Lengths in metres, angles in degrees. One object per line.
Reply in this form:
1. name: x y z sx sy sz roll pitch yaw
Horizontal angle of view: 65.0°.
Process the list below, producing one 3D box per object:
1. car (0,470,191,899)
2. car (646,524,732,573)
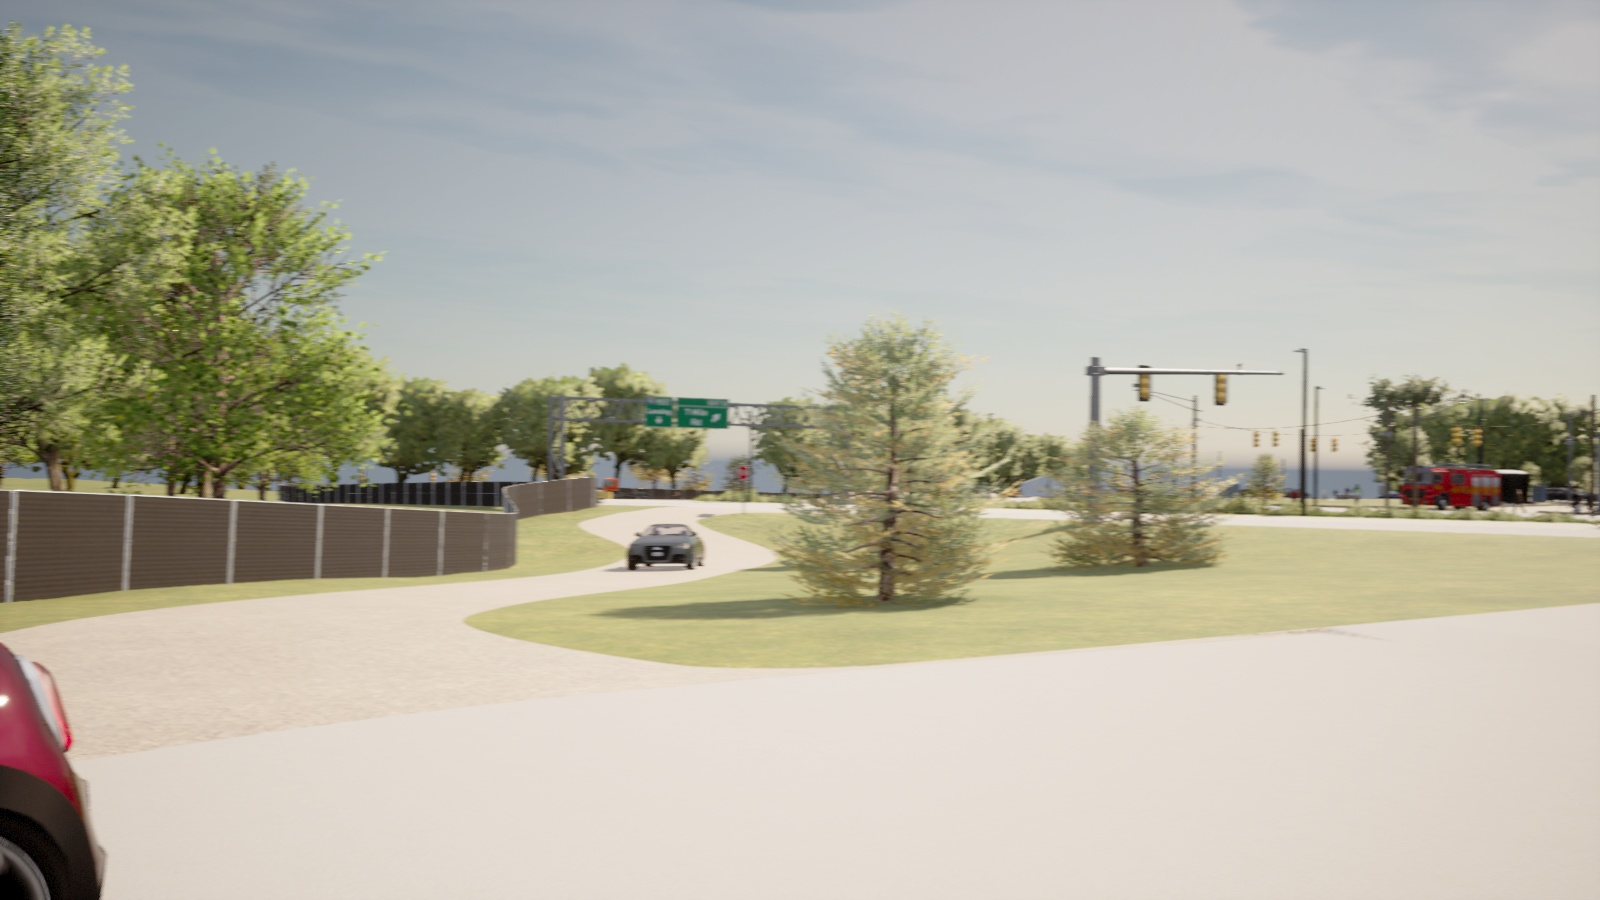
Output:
1. car: -3.513 0.780 2.331 1.970 1.475 3.806 0 -1 33
2. car: -3.329 2.983 38.512 1.994 1.385 4.181 -1 -3 4
